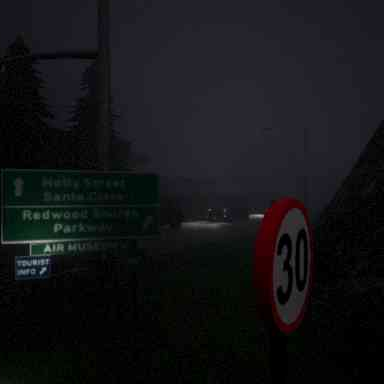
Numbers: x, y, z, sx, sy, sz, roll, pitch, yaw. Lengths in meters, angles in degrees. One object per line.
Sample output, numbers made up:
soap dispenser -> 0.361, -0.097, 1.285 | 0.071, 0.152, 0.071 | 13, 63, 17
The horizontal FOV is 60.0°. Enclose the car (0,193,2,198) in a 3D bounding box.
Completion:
car -> -38.597, 1.489, 70.013 | 4.514, 1.523, 2.007 | 0, 0, 35

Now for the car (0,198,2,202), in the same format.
car -> -12.393, 1.504, 26.071 | 1.905, 1.878, 3.866 | 0, 0, 35

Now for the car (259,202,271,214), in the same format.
car -> 9.053, 1.755, 36.963 | 1.994, 1.385, 4.181 | 0, 0, 36

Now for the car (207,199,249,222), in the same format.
car -> 3.182, 1.544, 28.906 | 2.097, 1.767, 4.553 | 0, 0, 36

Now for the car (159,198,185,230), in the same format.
car -> -2.706, 1.414, 20.812 | 2.150, 2.045, 5.566 | 0, 0, 36
